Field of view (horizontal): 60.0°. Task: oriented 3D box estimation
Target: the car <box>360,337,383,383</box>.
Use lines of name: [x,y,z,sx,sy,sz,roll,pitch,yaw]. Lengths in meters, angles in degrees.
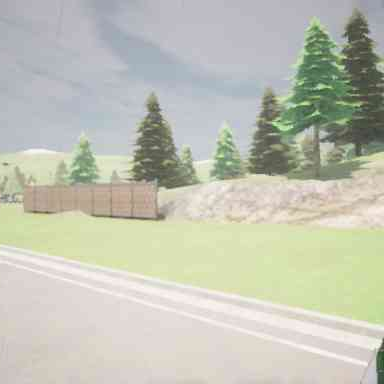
car: [3.486,1.585,1.689,4.718,1.301,1.895,-1,0,33]
